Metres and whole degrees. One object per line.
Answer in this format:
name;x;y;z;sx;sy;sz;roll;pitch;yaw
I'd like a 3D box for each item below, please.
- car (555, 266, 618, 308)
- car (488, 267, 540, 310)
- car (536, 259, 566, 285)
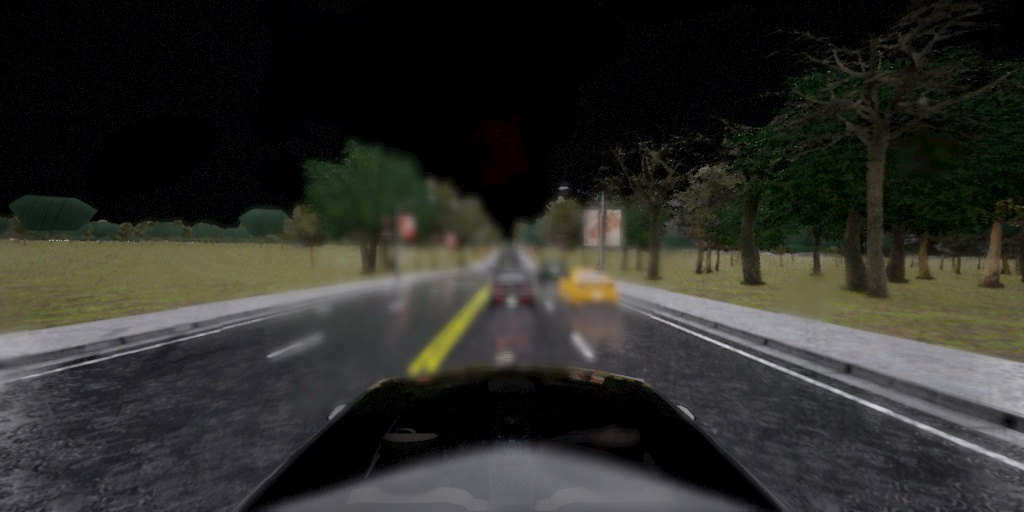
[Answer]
car;3.280;1.374;16.098;1.882;1.535;5.008;0;0;1
car;0.023;1.396;15.383;1.837;1.490;4.892;0;0;1
car;3.258;1.293;29.476;2.150;2.045;5.566;0;0;0
